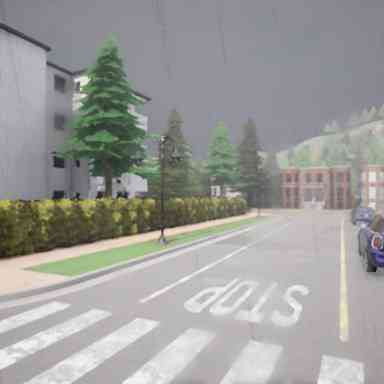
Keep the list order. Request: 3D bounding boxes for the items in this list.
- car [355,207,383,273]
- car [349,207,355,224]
[{"bbox_3d":[6.711,1.492,10.856,2.097,1.767,4.553,0,-1,23],"label":"car"},{"bbox_3d":[14.197,1.911,27.628,2.033,1.411,5.357,0,-1,22],"label":"car"}]
